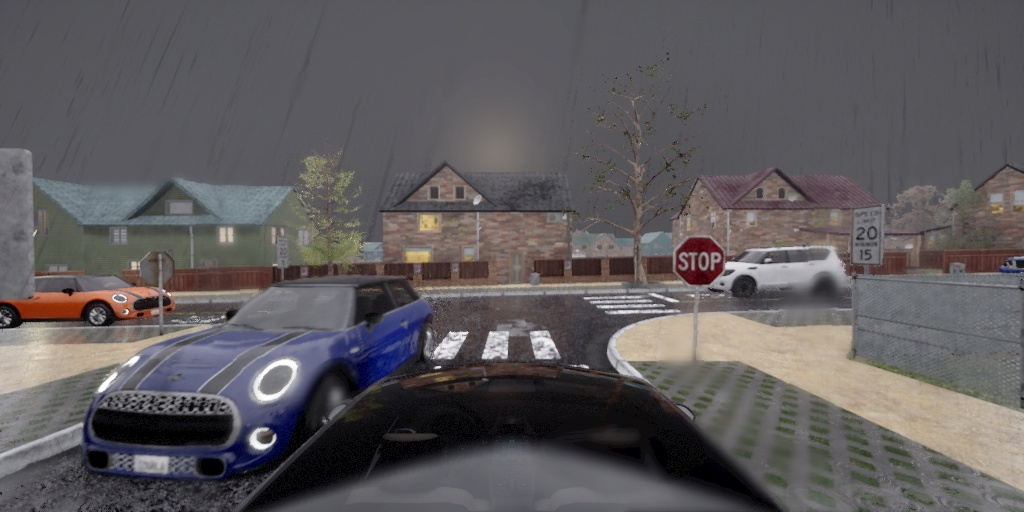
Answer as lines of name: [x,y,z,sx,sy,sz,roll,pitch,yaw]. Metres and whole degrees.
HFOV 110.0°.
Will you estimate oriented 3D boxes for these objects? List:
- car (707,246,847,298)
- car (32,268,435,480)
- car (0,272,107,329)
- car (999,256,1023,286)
car: [11.102,0.637,15.504,5.566,2.045,2.150,-1,1,0]
car: [-2.714,1.102,5.152,2.097,1.767,4.553,0,0,5]
car: [-14.694,1.422,12.502,4.553,1.767,2.097,-1,1,0]
car: [24.951,0.313,15.532,5.566,2.045,2.150,-1,1,0]
